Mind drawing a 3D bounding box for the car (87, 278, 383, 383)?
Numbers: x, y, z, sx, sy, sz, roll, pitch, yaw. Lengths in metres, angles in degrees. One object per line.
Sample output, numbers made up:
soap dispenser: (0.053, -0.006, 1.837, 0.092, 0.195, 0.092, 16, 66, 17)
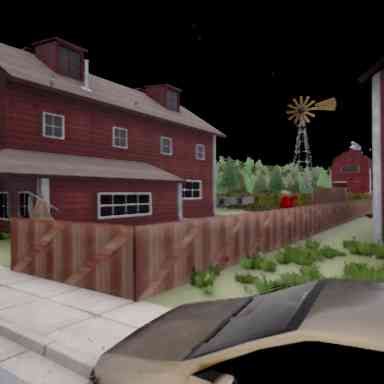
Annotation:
car: (1.064, 1.459, 2.462, 4.193, 1.474, 1.816, 0, 6, 33)
